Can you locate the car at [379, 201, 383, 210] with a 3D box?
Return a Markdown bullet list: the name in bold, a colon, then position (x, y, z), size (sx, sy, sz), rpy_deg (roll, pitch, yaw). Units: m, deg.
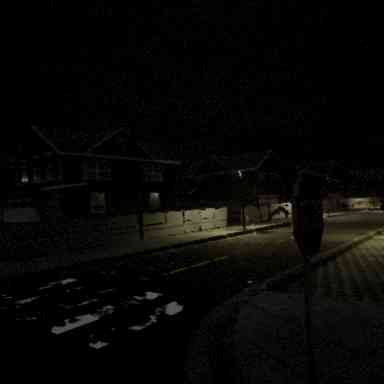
- **car**: position (24.129, 1.372, 40.064), size (1.837, 1.490, 4.892), rpy_deg (-4, -3, 44)
